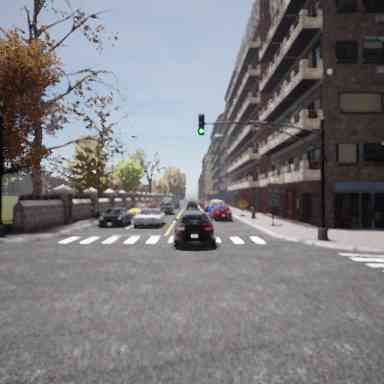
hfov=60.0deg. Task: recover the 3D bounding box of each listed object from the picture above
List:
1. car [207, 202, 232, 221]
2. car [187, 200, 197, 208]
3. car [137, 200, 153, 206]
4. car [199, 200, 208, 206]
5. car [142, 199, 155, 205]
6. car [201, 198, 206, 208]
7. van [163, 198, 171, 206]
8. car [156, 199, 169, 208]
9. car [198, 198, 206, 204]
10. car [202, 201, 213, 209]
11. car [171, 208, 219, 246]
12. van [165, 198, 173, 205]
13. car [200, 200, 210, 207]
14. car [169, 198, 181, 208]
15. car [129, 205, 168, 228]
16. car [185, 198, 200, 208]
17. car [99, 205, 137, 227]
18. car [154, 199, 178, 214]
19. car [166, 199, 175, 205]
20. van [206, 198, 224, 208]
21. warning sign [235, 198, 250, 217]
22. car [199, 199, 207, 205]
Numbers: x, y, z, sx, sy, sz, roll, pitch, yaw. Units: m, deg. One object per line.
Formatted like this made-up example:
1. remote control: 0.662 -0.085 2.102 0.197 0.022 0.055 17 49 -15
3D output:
1. car: 2.695 1.907 30.724 1.887 1.381 4.507 0 -1 0
2. car: 0.006 2.310 64.226 1.812 1.442 4.674 0 -1 0
3. car: -5.685 1.954 36.185 1.752 1.417 4.829 0 -1 0
4. car: 2.698 2.481 75.762 1.887 1.381 4.507 0 -1 0
5. car: -5.684 1.816 41.987 2.192 1.841 5.009 0 -1 0
6. car: 2.696 2.011 47.615 1.967 1.590 4.097 0 -1 0
7. van: -5.682 2.277 75.765 1.690 1.788 3.998 0 -1 0
8. car: -5.682 2.228 64.504 1.967 1.590 4.097 0 -1 0
9. car: 2.700 2.483 92.653 2.192 1.841 5.009 0 -1 0
10. car: 2.697 2.259 58.872 1.887 1.381 4.507 0 -1 0
11. car: 0.110 1.715 16.228 1.812 1.442 4.674 0 -1 0
12. van: -5.681 2.353 81.394 1.690 1.788 3.998 0 -1 0
13. car: 2.698 2.411 70.132 2.008 1.369 4.403 0 -1 0
14. car: -2.996 2.253 59.198 1.837 1.490 4.892 0 -1 0
15. car: -3.098 1.890 24.661 1.895 1.301 4.718 0 -1 0
16. car: 0.004 2.160 54.190 1.837 1.490 4.892 0 -1 0
17. car: -5.686 1.861 25.094 1.947 1.339 4.313 0 -1 0
18. car: -3.086 1.983 40.285 1.837 1.490 4.892 0 0 0
19. car: -5.681 2.640 87.021 2.008 1.369 4.403 0 -1 0
20. van: 2.696 1.772 36.356 1.690 1.788 3.998 0 -1 0
21. warning sign: 5.067 1.509 33.372 1.300 1.860 1.060 0 -1 0
22. car: 2.699 2.452 81.392 1.967 1.590 4.097 0 -1 0
